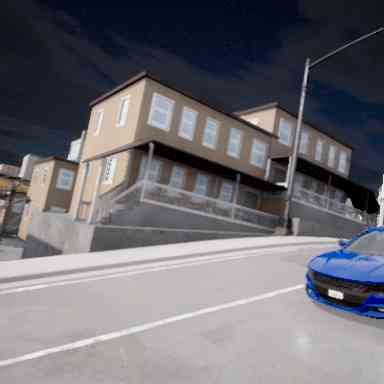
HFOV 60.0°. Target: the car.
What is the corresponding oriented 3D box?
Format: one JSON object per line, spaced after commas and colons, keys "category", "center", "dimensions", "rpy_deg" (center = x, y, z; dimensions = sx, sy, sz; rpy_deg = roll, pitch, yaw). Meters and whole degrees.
{"category": "car", "center": [4.522, 1.506, 7.204], "dimensions": [5.008, 1.535, 1.882], "rpy_deg": [0, 0, -35]}
